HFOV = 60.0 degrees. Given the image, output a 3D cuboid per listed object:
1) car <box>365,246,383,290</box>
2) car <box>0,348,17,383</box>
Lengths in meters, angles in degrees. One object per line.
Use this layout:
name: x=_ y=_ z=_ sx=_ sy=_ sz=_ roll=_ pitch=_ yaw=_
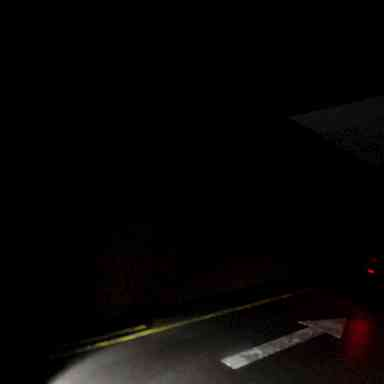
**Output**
car: x=5.978 y=1.620 z=8.025 sx=4.674 sy=1.442 sz=1.812 roll=0 pitch=0 yaw=-35
car: x=-3.090 y=1.548 z=1.638 sx=4.181 sy=1.385 sz=1.994 roll=1 pitch=0 yaw=-35
